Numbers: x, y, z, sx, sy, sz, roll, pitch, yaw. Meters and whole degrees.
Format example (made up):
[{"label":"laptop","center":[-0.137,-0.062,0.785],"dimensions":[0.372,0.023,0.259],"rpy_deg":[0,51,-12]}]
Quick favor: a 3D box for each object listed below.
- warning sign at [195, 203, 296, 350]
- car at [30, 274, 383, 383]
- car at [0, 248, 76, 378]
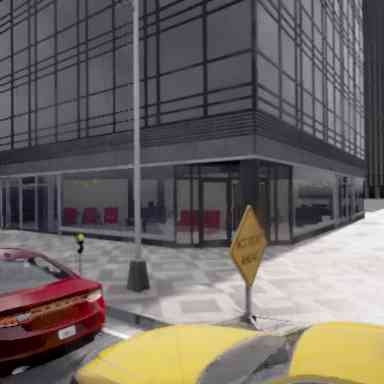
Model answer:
[{"label":"warning sign","center":[0.866,1.133,5.174],"dimensions":[1.060,1.860,1.300],"rpy_deg":[-1,0,35]},{"label":"car","center":[1.090,1.528,2.191],"dimensions":[4.829,1.417,1.752],"rpy_deg":[-1,-1,35]},{"label":"car","center":[-3.333,1.590,5.346],"dimensions":[4.507,1.381,1.887],"rpy_deg":[-1,-1,35]}]
